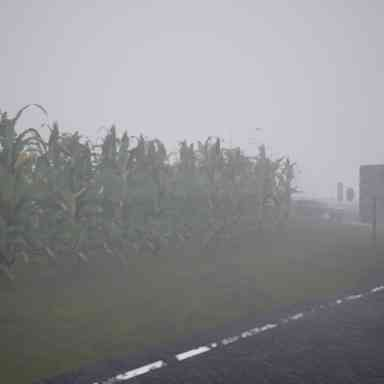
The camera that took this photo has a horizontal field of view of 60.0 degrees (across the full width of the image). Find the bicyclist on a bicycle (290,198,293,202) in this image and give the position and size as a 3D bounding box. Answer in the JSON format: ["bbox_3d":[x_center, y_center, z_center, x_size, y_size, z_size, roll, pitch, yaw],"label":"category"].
[{"bbox_3d":[10.152,1.234,34.684,1.656,1.620,0.582,-1,1,-36],"label":"bicyclist on a bicycle"}]

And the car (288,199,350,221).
[{"bbox_3d":[9.471,1.300,25.417,1.837,1.490,4.892,1,0,-36],"label":"car"}]
